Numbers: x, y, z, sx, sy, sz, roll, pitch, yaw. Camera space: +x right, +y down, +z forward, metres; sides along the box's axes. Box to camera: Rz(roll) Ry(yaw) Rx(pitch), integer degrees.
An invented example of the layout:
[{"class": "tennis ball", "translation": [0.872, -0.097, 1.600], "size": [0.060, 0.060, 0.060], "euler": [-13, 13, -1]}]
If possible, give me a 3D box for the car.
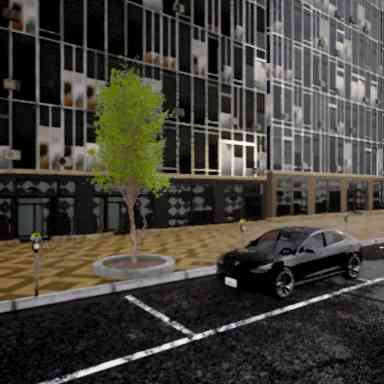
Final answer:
[{"class": "car", "translation": [2.614, 1.566, 8.429], "size": [4.313, 1.339, 1.947], "euler": [0, 0, -36]}]
